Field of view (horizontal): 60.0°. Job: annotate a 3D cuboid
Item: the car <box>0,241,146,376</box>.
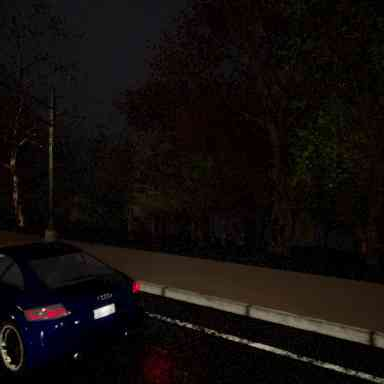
[{"bbox_3d":[-2.775,1.562,5.647,4.181,1.385,1.994,0,0,37],"label":"car"}]
